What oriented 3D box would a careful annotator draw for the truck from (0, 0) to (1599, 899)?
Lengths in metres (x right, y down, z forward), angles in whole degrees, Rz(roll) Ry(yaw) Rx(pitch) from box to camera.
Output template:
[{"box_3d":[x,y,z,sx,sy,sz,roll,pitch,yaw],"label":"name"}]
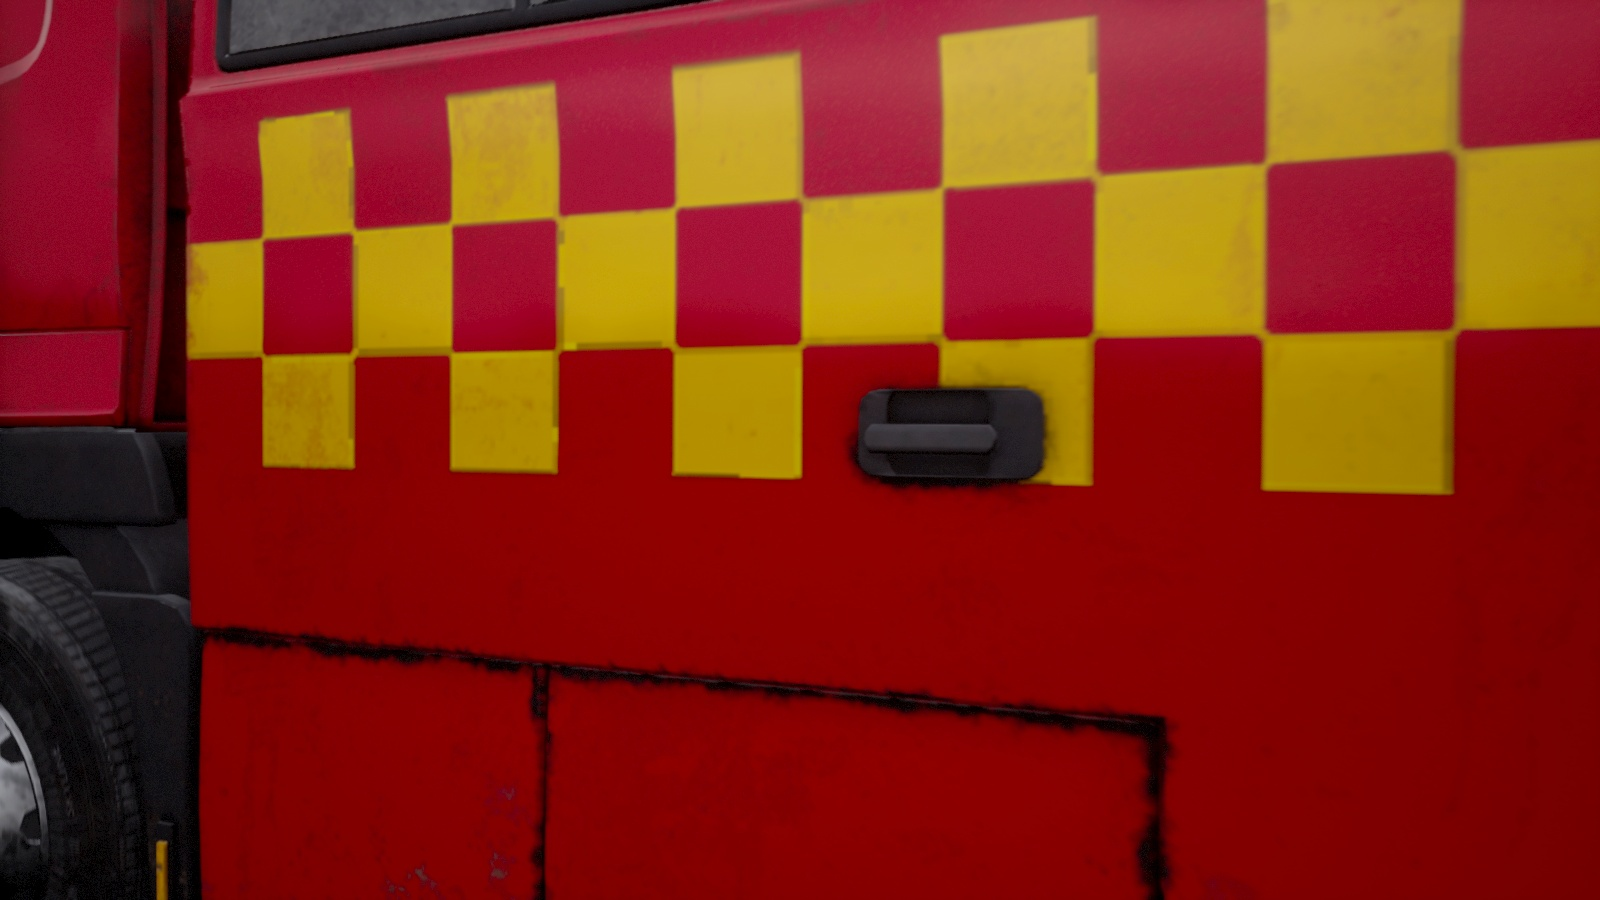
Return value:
[{"box_3d":[0.755,-0.510,3.083,8.468,3.827,2.891,0,1,24],"label":"truck"}]
